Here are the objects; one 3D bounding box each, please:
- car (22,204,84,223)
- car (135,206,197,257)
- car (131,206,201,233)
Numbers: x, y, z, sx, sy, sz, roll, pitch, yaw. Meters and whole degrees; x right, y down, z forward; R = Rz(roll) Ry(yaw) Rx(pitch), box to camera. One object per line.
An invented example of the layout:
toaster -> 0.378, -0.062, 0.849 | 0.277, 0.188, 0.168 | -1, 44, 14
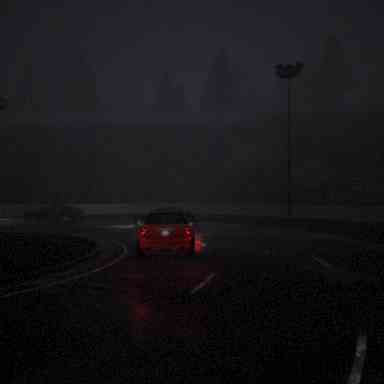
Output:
car -> -11.947, 1.792, 28.726 | 5.008, 1.535, 1.882 | 0, -1, -2
car -> -1.059, 1.497, 13.858 | 2.097, 1.767, 4.553 | 0, -1, -3
car -> -1.826, 1.734, 22.092 | 4.892, 1.490, 1.837 | -1, -3, 44
